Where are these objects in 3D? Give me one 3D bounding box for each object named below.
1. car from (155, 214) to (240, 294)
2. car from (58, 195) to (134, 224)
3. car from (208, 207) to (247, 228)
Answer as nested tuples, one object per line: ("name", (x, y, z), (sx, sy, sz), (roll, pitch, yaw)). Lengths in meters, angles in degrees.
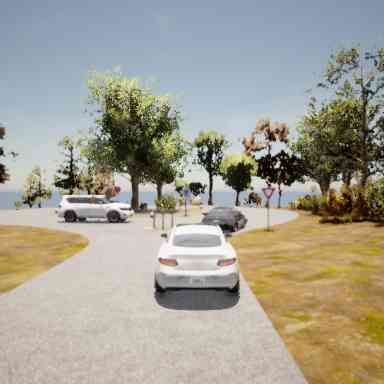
("car", (0.118, 1.536, 8.726), (1.812, 1.442, 4.674), (0, 0, 0))
("car", (-7.248, 1.252, 25.096), (5.566, 2.045, 2.150), (0, 0, 6))
("car", (2.035, 1.589, 20.297), (1.994, 1.385, 4.181), (0, 0, 20))
